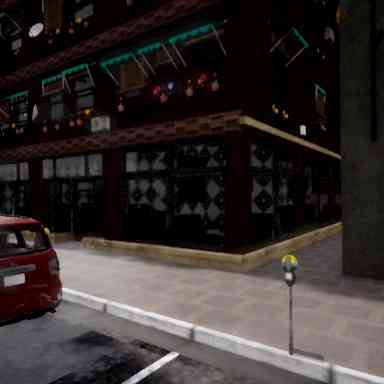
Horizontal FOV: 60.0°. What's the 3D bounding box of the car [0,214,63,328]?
[{"bbox_3d":[-4.419,1.315,6.039,5.009,1.841,2.192,0,-1,36],"label":"car"}]
